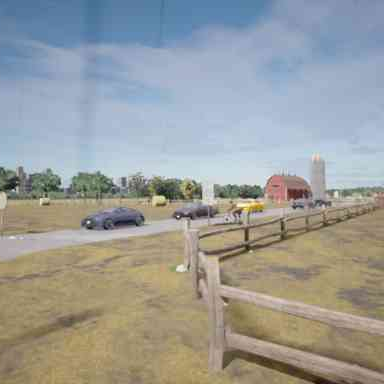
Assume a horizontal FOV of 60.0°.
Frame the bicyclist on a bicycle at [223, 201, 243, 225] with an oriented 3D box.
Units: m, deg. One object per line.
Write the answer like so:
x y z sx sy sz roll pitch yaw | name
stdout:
2.759 1.399 22.117 1.656 1.620 0.582 0 0 36 | bicyclist on a bicycle

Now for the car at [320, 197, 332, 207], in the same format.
20.612 1.591 52.421 1.837 1.490 4.892 -2 -2 36 | car

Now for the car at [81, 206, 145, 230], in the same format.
-5.018 1.636 21.521 1.994 1.385 4.181 -2 -1 36 | car

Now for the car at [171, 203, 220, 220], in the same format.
0.429 1.633 29.138 2.033 1.411 5.357 -2 -1 36 | car

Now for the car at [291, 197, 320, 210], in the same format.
14.879 1.585 44.326 2.033 1.411 5.357 -2 -1 36 | car

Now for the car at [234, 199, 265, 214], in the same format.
6.503 1.577 37.602 1.882 1.535 5.008 -2 -1 36 | car
